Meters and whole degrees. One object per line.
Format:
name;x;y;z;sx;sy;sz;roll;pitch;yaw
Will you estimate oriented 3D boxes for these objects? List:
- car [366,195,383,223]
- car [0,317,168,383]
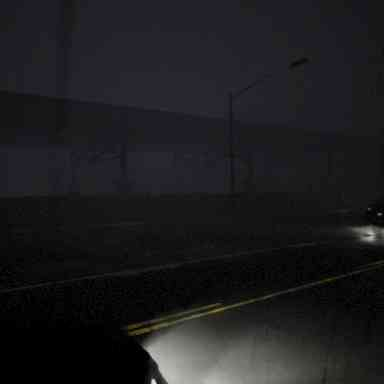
car;14.004;1.032;22.395;5.566;2.045;2.150;0;0;-35
car;-2.170;1.564;2.158;4.181;1.385;1.994;0;0;-36
